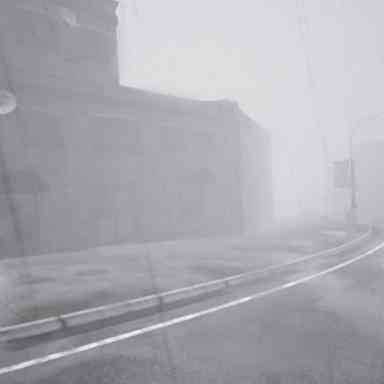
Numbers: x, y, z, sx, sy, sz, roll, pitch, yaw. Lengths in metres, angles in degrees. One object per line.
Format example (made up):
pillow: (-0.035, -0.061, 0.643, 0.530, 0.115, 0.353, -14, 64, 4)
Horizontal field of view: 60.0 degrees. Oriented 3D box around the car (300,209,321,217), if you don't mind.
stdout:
car: (21.129, 3.752, 59.905, 2.033, 1.411, 5.357, -3, -3, -4)
